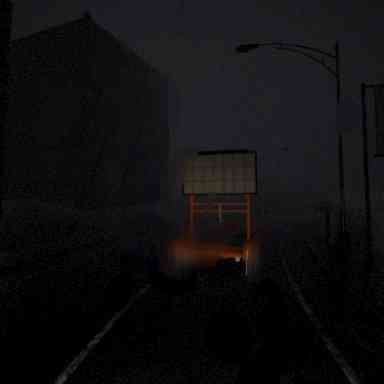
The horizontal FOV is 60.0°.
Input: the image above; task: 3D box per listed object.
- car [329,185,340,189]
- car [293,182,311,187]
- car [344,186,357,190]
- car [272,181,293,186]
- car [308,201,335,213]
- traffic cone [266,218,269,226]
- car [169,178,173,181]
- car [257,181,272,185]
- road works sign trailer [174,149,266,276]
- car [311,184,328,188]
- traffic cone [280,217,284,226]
[{"bbox_3d":[34.219,-0.898,82.014,4.674,1.452,2.002,3,-5,-29],"label":"car"},{"bbox_3d":[24.297,-1.491,76.747,4.553,1.767,2.185,2,-5,-26],"label":"car"},{"bbox_3d":[38.920,-0.717,84.709,4.892,1.521,2.231,3,-5,-30],"label":"car"},{"bbox_3d":[19.341,-1.563,74.305,5.008,1.535,2.097,2,-5,-25],"label":"car"},{"bbox_3d":[17.387,2.000,44.641,4.902,1.511,2.128,1,-4,-41],"label":"car"},{"bbox_3d":[5.162,2.059,22.969,0.340,0.580,0.340,-2,-1,16],"label":"traffic cone"},{"bbox_3d":[-5.961,-2.469,63.432,4.553,1.767,2.185,1,-5,-23],"label":"car"},{"bbox_3d":[14.312,-1.712,71.966,4.674,1.452,2.002,2,-5,-24],"label":"car"},{"bbox_3d":[0.918,0.485,10.640,2.380,3.560,2.880,-1,0,17],"label":"road works sign trailer"},{"bbox_3d":[29.376,-1.122,79.376,4.792,1.488,2.163,2,-5,-27],"label":"car"},{"bbox_3d":[6.113,2.028,22.681,0.340,0.580,0.340,-2,-1,17],"label":"traffic cone"}]
